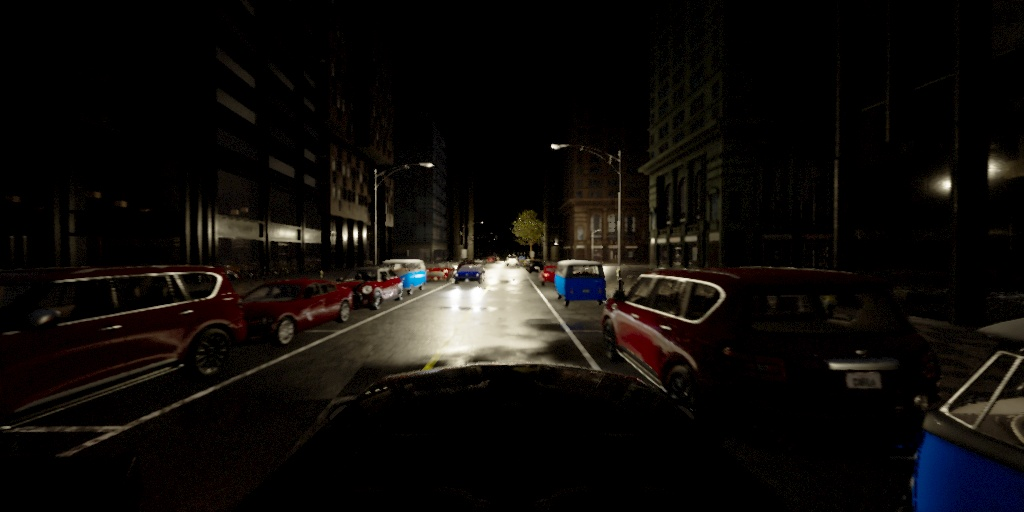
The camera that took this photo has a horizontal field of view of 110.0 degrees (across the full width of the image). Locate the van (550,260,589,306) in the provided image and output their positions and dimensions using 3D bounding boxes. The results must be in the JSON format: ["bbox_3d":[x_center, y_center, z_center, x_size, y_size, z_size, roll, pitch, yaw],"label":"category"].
[{"bbox_3d":[2.805,1.087,15.393,1.690,1.789,3.998,0,0,0],"label":"van"}]

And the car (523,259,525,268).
[{"bbox_3d":[2.778,1.291,45.868,1.948,1.339,4.313,0,0,0],"label":"car"}]

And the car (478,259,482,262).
[{"bbox_3d":[-5.746,1.302,50.548,1.802,1.307,4.207,0,0,0],"label":"car"}]

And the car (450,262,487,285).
[{"bbox_3d":[-3.008,1.342,26.265,1.895,1.301,4.718,0,0,0],"label":"car"}]

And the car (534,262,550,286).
[{"bbox_3d":[2.771,1.324,25.056,1.802,1.307,4.207,0,0,0],"label":"car"}]

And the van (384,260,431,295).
[{"bbox_3d":[-5.757,1.085,19.085,1.690,1.789,3.998,0,0,0],"label":"van"}]

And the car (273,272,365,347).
[{"bbox_3d":[-5.760,1.293,9.313,1.888,1.381,4.507,0,0,0],"label":"car"}]

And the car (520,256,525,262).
[{"bbox_3d":[2.783,1.226,61.646,1.751,1.417,4.829,0,0,0],"label":"car"}]

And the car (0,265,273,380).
[{"bbox_3d":[-5.762,1.064,4.426,2.192,1.841,5.009,0,0,0],"label":"car"}]

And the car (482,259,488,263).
[{"bbox_3d":[-5.742,1.252,61.305,2.007,1.370,4.403,0,0,0],"label":"car"}]

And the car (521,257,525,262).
[{"bbox_3d":[2.780,1.269,51.070,2.007,1.370,4.403,0,0,0],"label":"car"}]

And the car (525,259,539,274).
[{"bbox_3d":[2.776,1.297,40.664,1.948,1.339,4.313,0,0,0],"label":"car"}]

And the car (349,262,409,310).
[{"bbox_3d":[-5.758,1.186,14.198,1.967,1.591,4.097,0,0,0],"label":"car"}]

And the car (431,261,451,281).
[{"bbox_3d":[-5.753,1.180,29.036,1.967,1.591,4.097,0,0,0],"label":"car"}]

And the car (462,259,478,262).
[{"bbox_3d":[-5.748,1.272,45.171,1.888,1.381,4.507,0,0,0],"label":"car"}]

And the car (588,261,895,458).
[{"bbox_3d":[2.790,1.064,5.217,2.192,1.841,5.009,0,0,0],"label":"car"}]

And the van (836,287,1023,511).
[{"bbox_3d":[2.782,1.091,0.130,1.690,1.789,3.998,0,0,0],"label":"van"}]
